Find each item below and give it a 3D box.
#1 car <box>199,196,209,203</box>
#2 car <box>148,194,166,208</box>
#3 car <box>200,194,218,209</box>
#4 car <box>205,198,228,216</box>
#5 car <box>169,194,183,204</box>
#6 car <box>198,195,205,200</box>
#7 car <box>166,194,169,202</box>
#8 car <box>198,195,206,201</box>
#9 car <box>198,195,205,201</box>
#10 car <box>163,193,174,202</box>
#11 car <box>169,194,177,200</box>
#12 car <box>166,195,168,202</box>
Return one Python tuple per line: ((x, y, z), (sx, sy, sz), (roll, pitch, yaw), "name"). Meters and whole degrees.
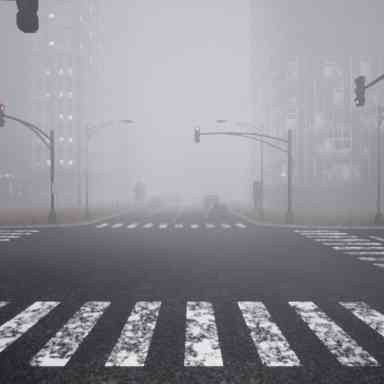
((2.542, 1.508, 70.782), (1.887, 1.381, 4.507), (-1, 0, 0), "car")
((-5.336, 1.419, 48.658), (1.967, 1.590, 4.097), (-1, 0, 0), "car")
((2.532, 1.297, 43.160), (2.192, 1.841, 5.009), (-1, 0, 0), "car")
((2.517, 1.570, 32.111), (1.802, 1.307, 4.206), (-1, 0, 0), "car")
((-2.761, 1.320, 64.375), (2.097, 1.767, 4.553), (0, 0, 0), "car")
((2.538, 1.489, 92.881), (1.887, 1.381, 4.507), (-1, 0, 0), "car")
((-5.339, 1.404, 70.756), (1.967, 1.590, 4.097), (-1, 0, 0), "car")
((2.541, 1.536, 81.832), (1.802, 1.307, 4.206), (-1, 0, 0), "car")
((2.539, 1.474, 87.526), (1.752, 1.417, 4.829), (-1, 0, 0), "car")
((-5.342, 1.274, 76.281), (2.192, 1.841, 5.009), (-1, 0, 0), "car")
((-5.343, 1.385, 92.854), (1.967, 1.590, 4.097), (-1, 0, 0), "car")
((-5.335, 1.558, 54.183), (1.802, 1.307, 4.206), (-1, 0, 0), "car")
